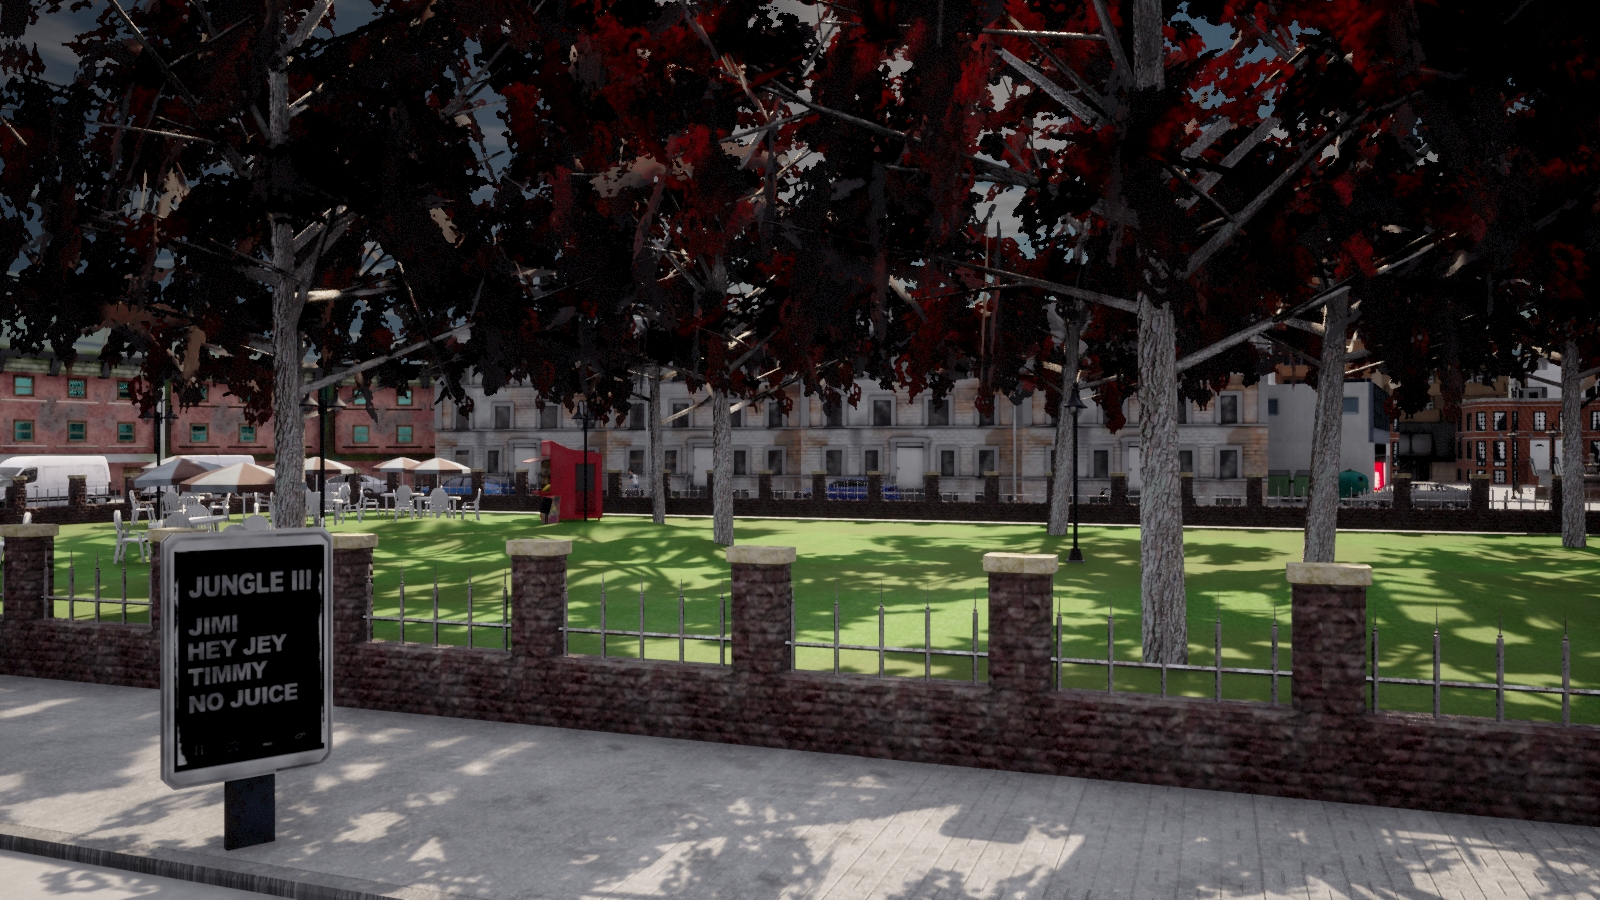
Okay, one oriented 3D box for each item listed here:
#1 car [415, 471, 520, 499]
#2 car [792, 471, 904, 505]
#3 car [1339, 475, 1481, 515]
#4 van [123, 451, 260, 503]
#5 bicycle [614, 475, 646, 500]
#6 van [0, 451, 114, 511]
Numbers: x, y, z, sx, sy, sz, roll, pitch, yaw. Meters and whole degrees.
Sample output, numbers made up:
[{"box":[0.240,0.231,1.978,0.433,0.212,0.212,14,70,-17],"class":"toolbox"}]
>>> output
[{"box":[-18.262,1.902,62.828,5.357,1.411,2.033,0,0,19],"class":"car"},{"box":[2.345,1.821,55.405,5.006,1.535,2.097,0,0,20],"class":"car"},{"box":[25.067,1.825,47.158,4.902,1.511,2.128,0,0,20],"class":"car"},{"box":[-31.314,1.336,58.944,1.988,2.561,5.915,0,0,41],"class":"van"},{"box":[-8.850,1.948,59.451,1.643,1.296,0.373,0,0,20],"class":"bicycle"},{"box":[-34.456,1.334,51.696,1.988,2.561,5.915,0,0,21],"class":"van"}]
